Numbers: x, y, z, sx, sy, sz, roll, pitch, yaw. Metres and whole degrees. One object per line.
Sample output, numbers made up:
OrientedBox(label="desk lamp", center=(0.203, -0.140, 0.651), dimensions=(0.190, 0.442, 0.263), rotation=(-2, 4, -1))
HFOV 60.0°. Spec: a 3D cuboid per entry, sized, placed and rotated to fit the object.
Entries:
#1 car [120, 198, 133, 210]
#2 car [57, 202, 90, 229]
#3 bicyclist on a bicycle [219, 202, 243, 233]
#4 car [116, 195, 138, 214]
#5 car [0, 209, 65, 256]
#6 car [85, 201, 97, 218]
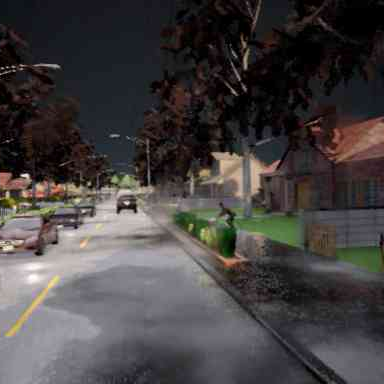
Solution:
OrientedBox(label="car", center=(-9.605, 1.692, 48.653), dimensions=(1.812, 1.442, 4.674), rotation=(-1, 0, -11))
OrientedBox(label="car", center=(-8.641, 1.728, 23.135), dimensions=(2.033, 1.411, 5.357), rotation=(-1, 0, -12))
OrientedBox(label="bicyclist on a bicycle", center=(1.519, 1.287, 15.209), dimensions=(1.656, 1.620, 0.582), rotation=(-2, 0, -11))
OrientedBox(label="car", center=(-7.348, 1.348, 37.600), dimensions=(2.150, 2.045, 5.566), rotation=(-1, 0, -11))
OrientedBox(label="car", center=(-6.730, 1.673, 13.656), dimensions=(1.812, 1.442, 4.674), rotation=(-1, 0, -11))
OrientedBox(label="car", center=(-10.634, 1.707, 33.128), dimensions=(2.128, 1.511, 4.902), rotation=(-1, 0, -11))
